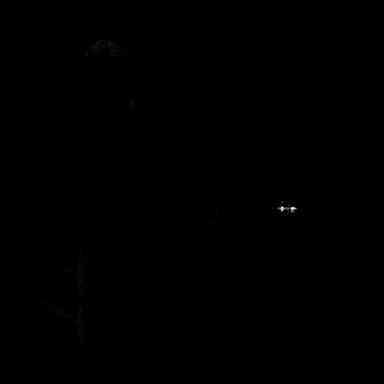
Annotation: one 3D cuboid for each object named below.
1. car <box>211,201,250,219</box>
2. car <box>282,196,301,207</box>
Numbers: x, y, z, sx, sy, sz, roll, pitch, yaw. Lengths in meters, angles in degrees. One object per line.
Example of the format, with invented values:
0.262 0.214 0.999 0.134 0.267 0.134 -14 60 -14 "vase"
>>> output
3.331 1.495 28.556 1.812 1.442 4.674 0 0 36 "car"
14.887 1.430 49.310 1.837 1.490 4.892 0 0 36 "car"
